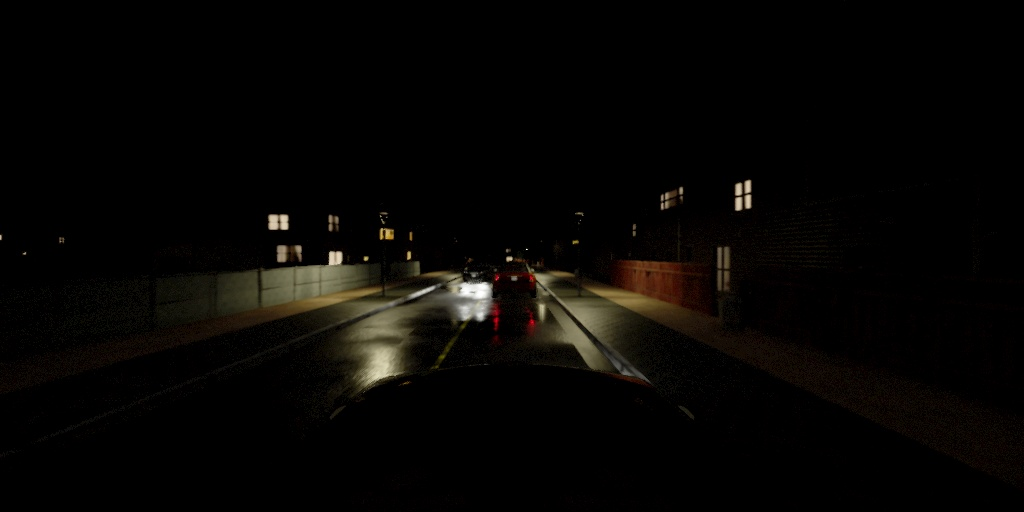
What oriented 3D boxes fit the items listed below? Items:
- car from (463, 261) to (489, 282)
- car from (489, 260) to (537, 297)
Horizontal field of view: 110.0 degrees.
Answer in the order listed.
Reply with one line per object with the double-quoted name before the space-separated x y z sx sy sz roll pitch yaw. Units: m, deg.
"car" -2.757 1.185 28.576 2.128 1.511 4.902 0 0 0
"car" 0.106 1.053 18.507 2.097 1.767 4.553 0 0 0
